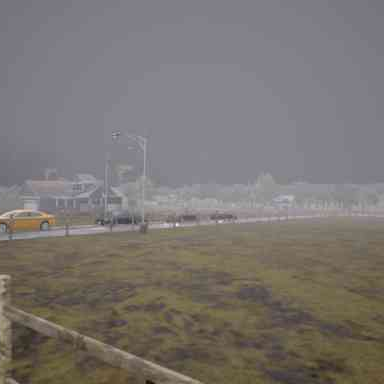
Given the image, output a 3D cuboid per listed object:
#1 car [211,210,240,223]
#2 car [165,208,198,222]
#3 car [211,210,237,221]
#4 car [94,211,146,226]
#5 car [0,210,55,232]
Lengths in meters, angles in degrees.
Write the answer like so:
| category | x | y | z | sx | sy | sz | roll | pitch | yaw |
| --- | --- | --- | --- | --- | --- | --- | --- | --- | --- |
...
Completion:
| category | x | y | z | sx | sy | sz | roll | pitch | yaw |
| --- | --- | --- | --- | --- | --- | --- | --- | --- | --- |
| car | 4.349 | 3.032 | 42.357 | 1.882 | 1.535 | 5.008 | 0 | -2 | 35 |
| car | -1.126 | 2.688 | 39.724 | 2.097 | 1.767 | 4.553 | 0 | -2 | 36 |
| car | 4.646 | 3.317 | 47.825 | 1.994 | 1.385 | 4.181 | 0 | -2 | 35 |
| car | -6.714 | 2.490 | 31.846 | 2.033 | 1.411 | 5.357 | 0 | -2 | 35 |
| car | -12.345 | 2.030 | 23.811 | 1.882 | 1.535 | 5.008 | 0 | -2 | 34 |
